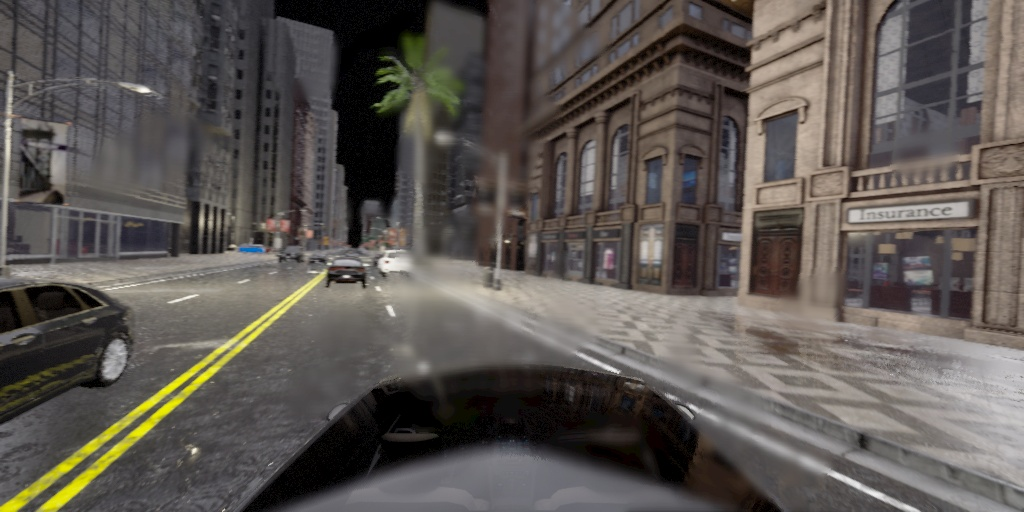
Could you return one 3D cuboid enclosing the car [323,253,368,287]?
[{"bbox_3d":[-9.090,0.819,19.841,1.882,1.535,5.008,3,0,-24],"label":"car"}]

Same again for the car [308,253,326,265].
[{"bbox_3d":[-22.145,0.350,41.208,1.895,1.301,4.718,3,0,-23],"label":"car"}]

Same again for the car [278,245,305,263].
[{"bbox_3d":[-26.661,-0.243,43.533,2.150,2.045,5.566,3,0,-23],"label":"car"}]

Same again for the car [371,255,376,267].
[{"bbox_3d":[-16.028,0.556,43.860,1.837,1.490,4.892,3,0,-23],"label":"car"}]

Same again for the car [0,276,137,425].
[{"bbox_3d":[-5.598,0.986,3.197,1.837,1.490,4.892,3,0,-24],"label":"car"}]

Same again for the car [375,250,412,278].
[{"bbox_3d":[-9.262,0.571,28.365,2.150,2.045,5.566,3,0,-23],"label":"car"}]
